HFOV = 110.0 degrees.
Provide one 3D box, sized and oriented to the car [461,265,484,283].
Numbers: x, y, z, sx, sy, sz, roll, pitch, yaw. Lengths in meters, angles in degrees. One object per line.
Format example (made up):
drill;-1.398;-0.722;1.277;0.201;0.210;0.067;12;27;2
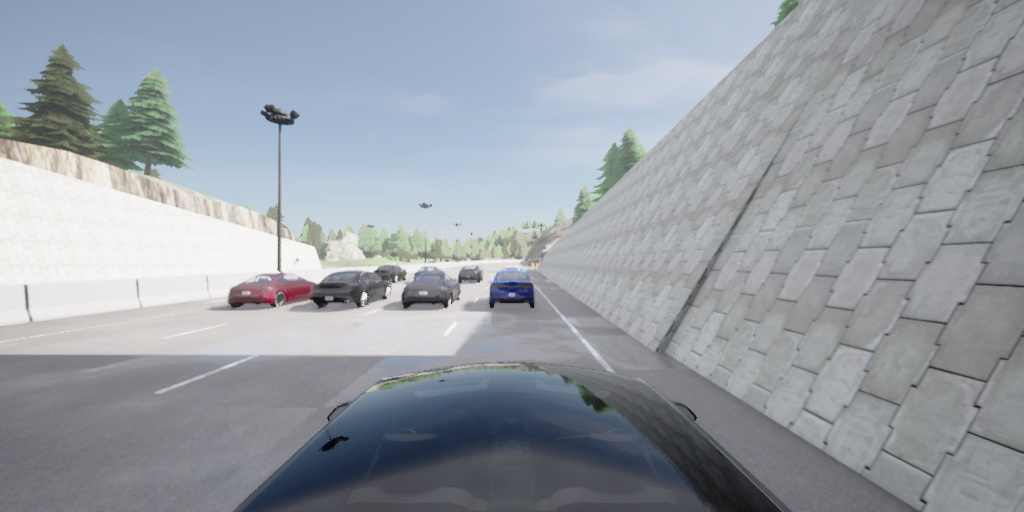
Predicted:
car;-3.505;1.520;31.164;2.128;1.511;4.902;0;0;0

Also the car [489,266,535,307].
car;0.001;1.365;16.347;1.882;1.535;5.008;0;0;0

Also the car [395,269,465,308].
car;-3.498;1.450;16.160;1.994;1.385;4.181;0;-1;0

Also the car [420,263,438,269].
car;-7.009;1.572;30.854;2.033;1.411;5.357;0;-1;0

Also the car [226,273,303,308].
car;-10.500;1.451;16.189;1.994;1.385;4.181;0;0;0

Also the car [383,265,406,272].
car;-10.505;1.535;31.159;1.837;1.490;4.892;0;0;0

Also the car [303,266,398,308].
car;-7.000;1.394;16.175;1.837;1.490;4.892;0;0;0
